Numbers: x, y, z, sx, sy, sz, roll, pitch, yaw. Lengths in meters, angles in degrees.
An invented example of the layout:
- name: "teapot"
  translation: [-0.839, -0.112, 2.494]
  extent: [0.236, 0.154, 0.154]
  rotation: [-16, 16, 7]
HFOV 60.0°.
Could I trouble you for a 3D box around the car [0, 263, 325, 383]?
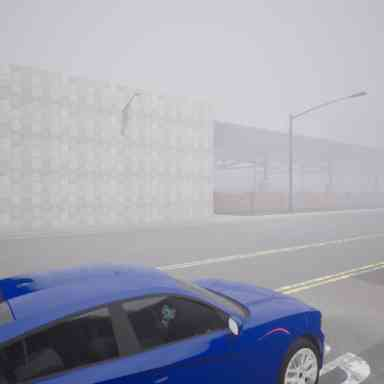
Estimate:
- name: "car"
  translation: [-0.712, 1.478, 3.242]
  extent: [5.008, 1.535, 1.882]
  rotation: [0, 0, -36]
